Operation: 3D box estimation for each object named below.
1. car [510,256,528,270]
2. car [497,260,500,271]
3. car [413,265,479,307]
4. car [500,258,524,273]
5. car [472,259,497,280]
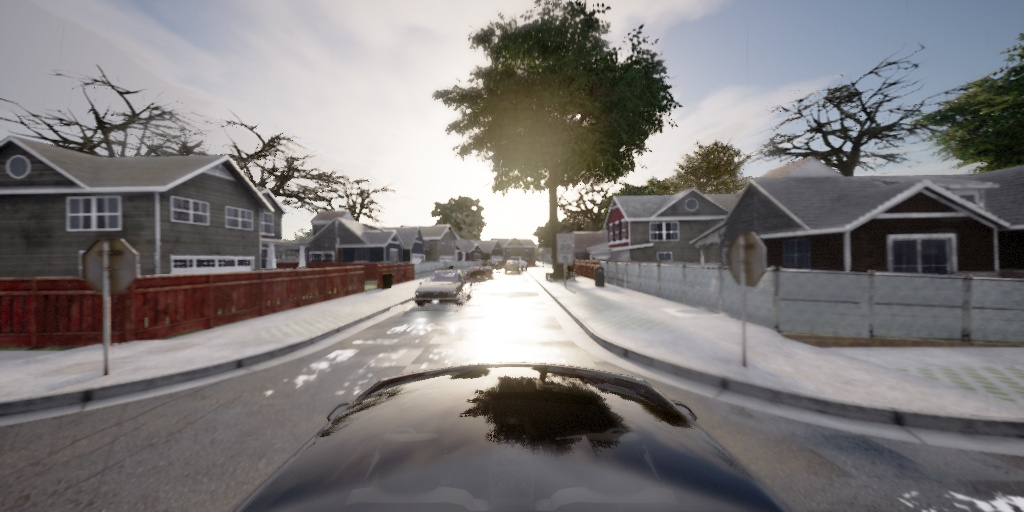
[{"bbox_3d":[0.929,1.107,54.722,2.150,2.045,5.566,-1,-1,13],"label":"car"},{"bbox_3d":[-2.545,1.161,48.792,2.033,1.411,5.357,-1,0,4],"label":"car"},{"bbox_3d":[-2.856,1.325,16.004,2.033,1.411,5.357,-1,0,0],"label":"car"},{"bbox_3d":[0.023,1.327,44.511,2.128,1.511,4.902,-1,0,1],"label":"car"},{"bbox_3d":[-2.833,1.193,32.793,2.097,1.767,4.553,-1,0,0],"label":"car"}]
